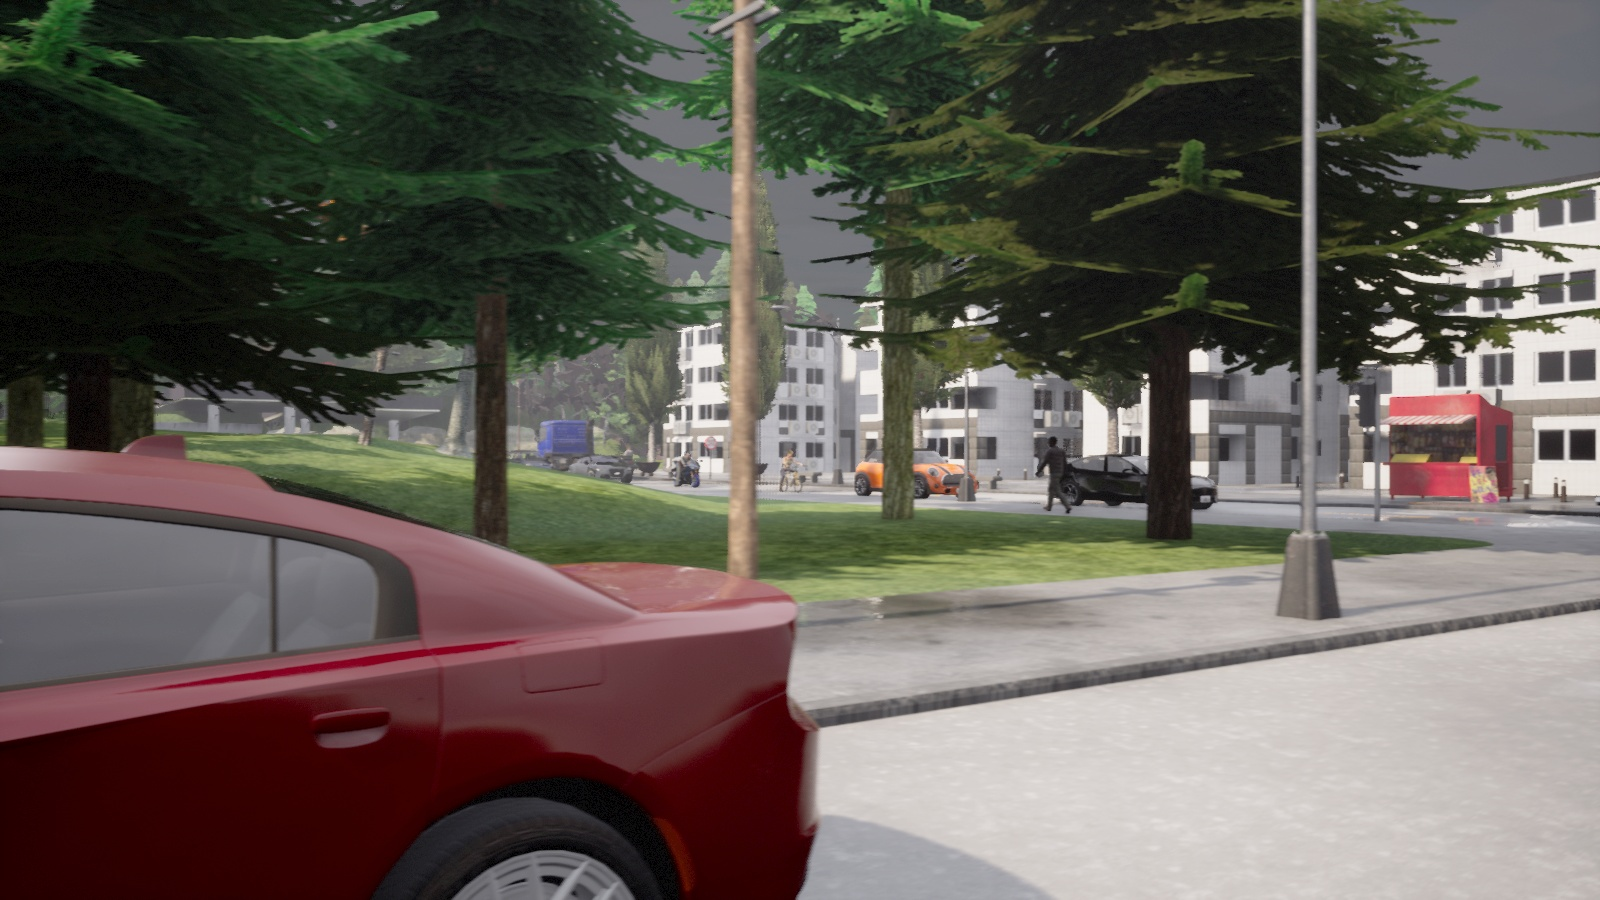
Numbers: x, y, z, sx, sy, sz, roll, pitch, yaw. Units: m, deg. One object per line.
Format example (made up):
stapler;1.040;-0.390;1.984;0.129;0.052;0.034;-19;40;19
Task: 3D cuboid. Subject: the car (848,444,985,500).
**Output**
car;3.808;0.697;41.661;2.097;1.767;4.553;0;0;-34

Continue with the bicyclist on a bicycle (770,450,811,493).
bicyclist on a bicycle;-0.363;0.799;47.671;0.866;1.612;1.509;0;0;-34

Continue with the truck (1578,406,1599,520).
truck;19.346;0.280;25.745;2.627;2.467;5.204;0;0;-22

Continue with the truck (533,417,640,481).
truck;-12.315;-0.035;71.864;2.891;3.462;7.936;0;0;-35

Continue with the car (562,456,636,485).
car;-9.831;0.980;61.292;1.994;1.385;4.181;0;0;-34

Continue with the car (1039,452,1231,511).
car;9.022;0.809;34.198;2.163;1.488;4.792;0;0;-34

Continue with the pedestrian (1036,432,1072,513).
pedestrian;5.888;0.513;29.105;0.431;1.840;0.703;0;0;-33

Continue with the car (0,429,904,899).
car;-2.319;0.734;2.654;5.008;1.535;1.882;0;0;-35

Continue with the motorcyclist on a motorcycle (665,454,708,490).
motorcyclist on a motorcycle;-4.912;0.923;54.201;0.866;1.530;2.191;0;0;-35

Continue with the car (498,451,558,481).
car;-14.872;0.842;68.542;1.851;1.617;3.988;0;0;-35
